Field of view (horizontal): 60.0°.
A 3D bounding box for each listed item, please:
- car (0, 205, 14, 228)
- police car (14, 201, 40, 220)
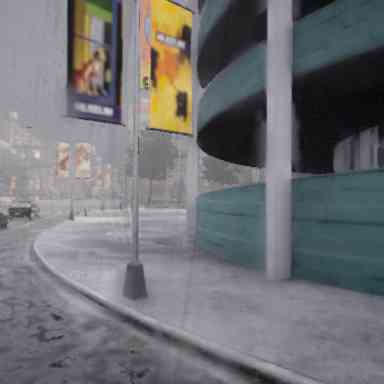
[{"bbox_3d":[-13.111,1.718,21.087,1.994,1.385,4.181,1,-1,-15],"label":"car"},{"bbox_3d":[-15.680,1.684,31.300,1.930,1.638,5.238,1,-1,-13],"label":"police car"}]
